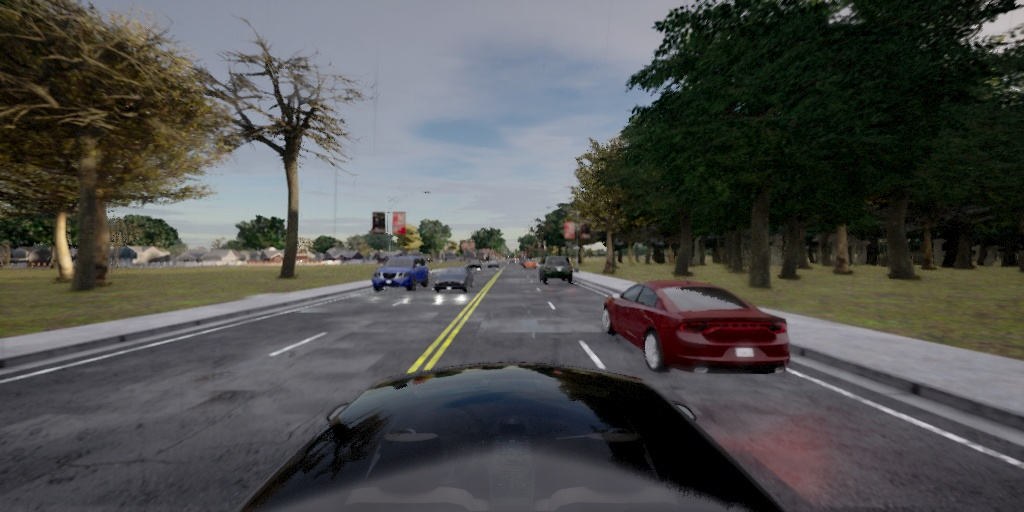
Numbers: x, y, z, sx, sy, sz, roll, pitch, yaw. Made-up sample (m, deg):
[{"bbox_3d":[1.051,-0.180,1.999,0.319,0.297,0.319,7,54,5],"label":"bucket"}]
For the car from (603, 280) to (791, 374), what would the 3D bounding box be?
[{"bbox_3d":[3.349,1.240,7.632,1.882,1.535,5.008,0,0,0],"label":"car"}]

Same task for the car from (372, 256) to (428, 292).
[{"bbox_3d":[-6.606,1.022,21.979,2.150,2.045,5.566,0,0,0],"label":"car"}]

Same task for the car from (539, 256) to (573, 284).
[{"bbox_3d":[3.344,1.043,27.969,2.150,2.045,5.566,0,0,0],"label":"car"}]

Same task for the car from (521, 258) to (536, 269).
[{"bbox_3d":[3.236,1.359,64.513,2.097,1.767,4.553,0,0,0],"label":"car"}]

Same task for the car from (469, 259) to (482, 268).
[{"bbox_3d":[-6.543,1.356,63.440,2.097,1.767,4.553,0,0,0],"label":"car"}]

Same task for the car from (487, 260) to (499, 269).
[{"bbox_3d":[-3.292,1.479,63.364,1.882,1.535,5.008,0,0,1],"label":"car"}]

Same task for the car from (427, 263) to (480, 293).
[{"bbox_3d":[-3.354,1.349,21.759,2.033,1.411,5.357,0,0,0],"label":"car"}]
